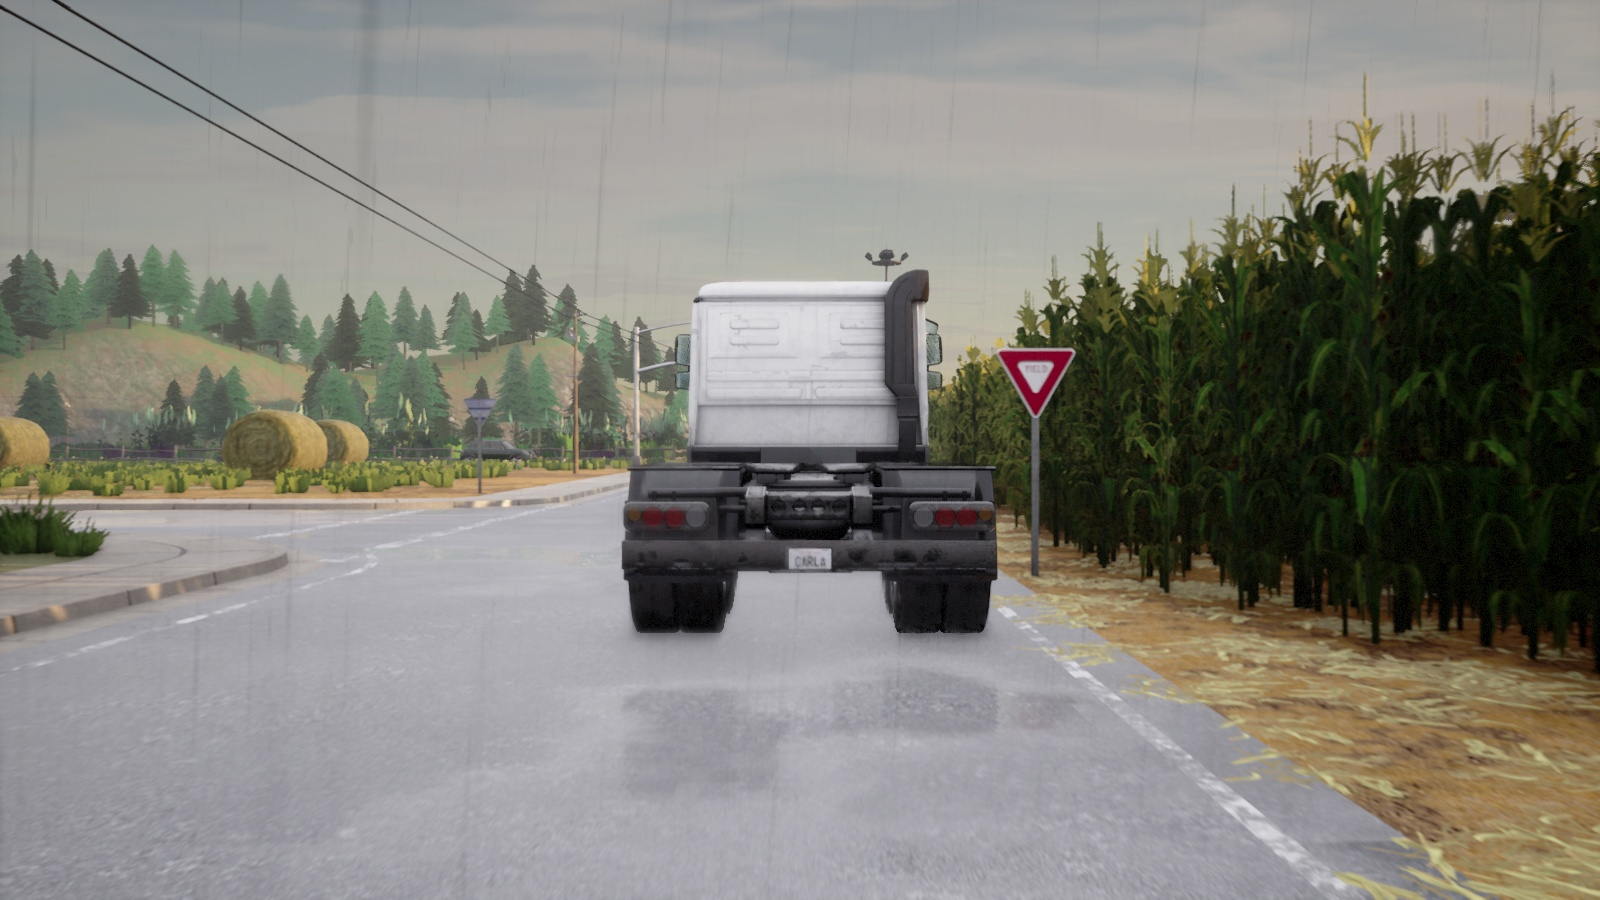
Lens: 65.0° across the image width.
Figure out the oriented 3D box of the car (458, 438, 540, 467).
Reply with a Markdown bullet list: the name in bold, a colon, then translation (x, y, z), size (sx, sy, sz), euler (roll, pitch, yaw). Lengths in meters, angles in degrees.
- **car**: translation (-18.598, 0.143, 77.730), size (4.553, 1.767, 2.097), euler (0, 0, 3)

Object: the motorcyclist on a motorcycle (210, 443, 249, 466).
- **motorcyclist on a motorcycle**: translation (-37.396, 0.281, 82.316), size (2.191, 1.530, 0.866), euler (0, 0, 3)

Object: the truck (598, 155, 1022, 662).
- **truck**: translation (0.088, -0.302, 12.544), size (2.891, 3.462, 7.936), euler (0, 0, 0)
